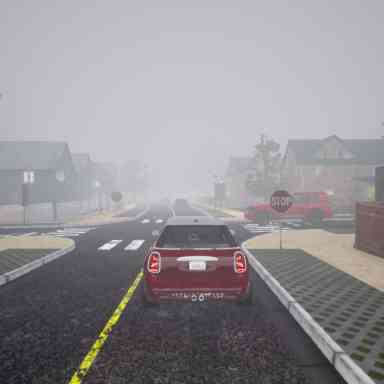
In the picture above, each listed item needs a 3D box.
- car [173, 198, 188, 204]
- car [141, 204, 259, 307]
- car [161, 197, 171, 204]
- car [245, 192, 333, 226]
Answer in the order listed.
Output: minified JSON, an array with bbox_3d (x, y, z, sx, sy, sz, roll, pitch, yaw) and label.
[{"bbox_3d":[-1.724,1.643,49.492,1.882,1.535,5.008,0,0,-7],"label":"car"},{"bbox_3d":[0.045,1.353,8.151,2.097,1.767,4.553,0,0,-1],"label":"car"},{"bbox_3d":[-5.832,1.881,73.788,1.837,1.490,4.892,0,-1,-13],"label":"car"},{"bbox_3d":[6.241,1.057,21.847,5.566,2.045,2.150,-2,0,4],"label":"car"}]
